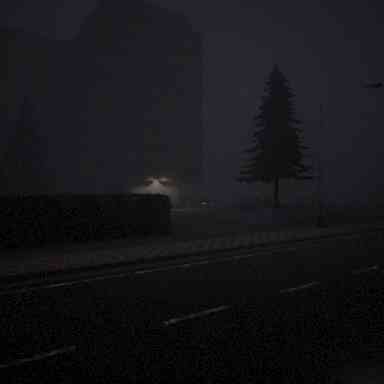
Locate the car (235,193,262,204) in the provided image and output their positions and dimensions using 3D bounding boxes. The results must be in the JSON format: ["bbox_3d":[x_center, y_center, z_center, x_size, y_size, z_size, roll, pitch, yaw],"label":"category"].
[{"bbox_3d":[10.119,1.515,61.616,1.837,1.490,4.892,0,0,-36],"label":"car"}]

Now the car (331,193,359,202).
[{"bbox_3d":[32.374,1.393,70.413,1.970,1.475,3.806,0,0,-36],"label":"car"}]

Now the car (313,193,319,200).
[{"bbox_3d":[30.670,1.362,87.739,1.784,1.438,3.905,0,0,-36],"label":"car"}]

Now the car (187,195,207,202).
[{"bbox_3d":[1.057,1.323,74.246,1.837,1.490,4.892,0,0,-36],"label":"car"}]

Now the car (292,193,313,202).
[{"bbox_3d":[28.312,1.393,86.060,1.970,1.475,3.806,0,0,-36],"label":"car"}]

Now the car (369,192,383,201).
[{"bbox_3d":[46.085,1.151,80.289,1.932,1.855,4.605,0,0,-36],"label":"car"}]

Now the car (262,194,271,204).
[{"bbox_3d":[12.963,1.532,63.657,1.812,1.442,4.674,0,0,-36],"label":"car"}]

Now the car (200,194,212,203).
[{"bbox_3d":[1.446,1.598,67.700,1.994,1.385,4.181,0,0,-36],"label":"car"}]

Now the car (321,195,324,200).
[{"bbox_3d":[32.827,1.151,89.337,1.932,1.855,4.605,0,0,-36],"label":"car"}]

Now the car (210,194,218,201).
[{"bbox_3d":[3.900,1.323,76.286,1.837,1.490,4.892,0,0,-36],"label":"car"}]

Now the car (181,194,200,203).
[{"bbox_3d":[-1.381,1.325,65.636,2.150,2.045,5.566,0,0,-36],"label":"car"}]
